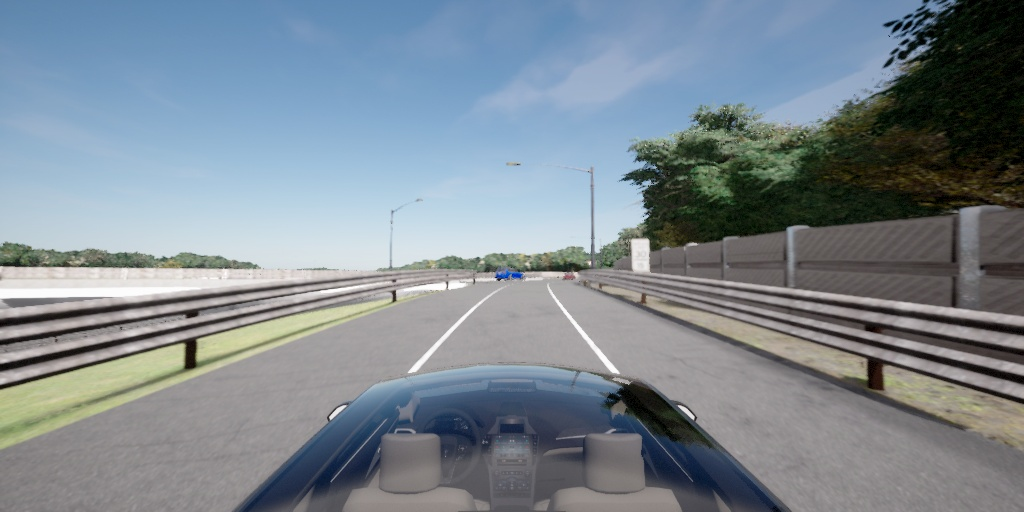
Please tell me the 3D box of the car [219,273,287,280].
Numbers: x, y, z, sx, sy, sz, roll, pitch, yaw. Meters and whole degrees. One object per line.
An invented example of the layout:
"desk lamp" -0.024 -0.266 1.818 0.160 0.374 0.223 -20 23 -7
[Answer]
"car" -22.210 1.837 30.909 4.718 1.301 1.895 3 -4 -38

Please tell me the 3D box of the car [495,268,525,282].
"car" -0.248 2.841 53.852 2.150 2.045 5.566 -2 -4 35
